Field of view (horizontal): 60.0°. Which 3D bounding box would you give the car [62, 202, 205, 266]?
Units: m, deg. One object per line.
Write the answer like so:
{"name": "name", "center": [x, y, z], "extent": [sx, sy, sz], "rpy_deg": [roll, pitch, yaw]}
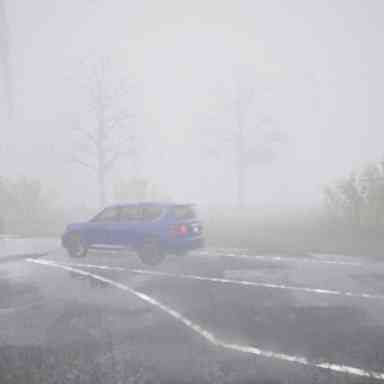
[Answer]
{"name": "car", "center": [-2.232, 1.401, 12.331], "extent": [5.566, 2.045, 2.150], "rpy_deg": [-1, -1, 27]}
